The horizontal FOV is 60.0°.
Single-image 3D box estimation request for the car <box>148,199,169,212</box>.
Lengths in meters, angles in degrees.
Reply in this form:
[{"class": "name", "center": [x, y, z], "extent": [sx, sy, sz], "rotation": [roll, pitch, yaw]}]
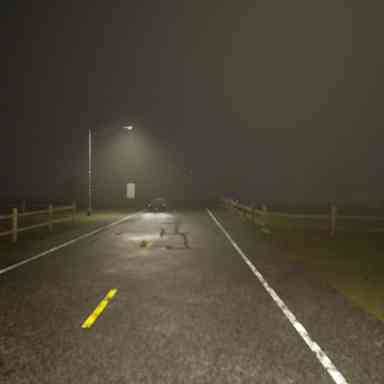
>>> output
[{"class": "car", "center": [-3.557, 1.400, 35.650], "extent": [1.895, 1.301, 4.718], "rotation": [0, 0, 0]}]
